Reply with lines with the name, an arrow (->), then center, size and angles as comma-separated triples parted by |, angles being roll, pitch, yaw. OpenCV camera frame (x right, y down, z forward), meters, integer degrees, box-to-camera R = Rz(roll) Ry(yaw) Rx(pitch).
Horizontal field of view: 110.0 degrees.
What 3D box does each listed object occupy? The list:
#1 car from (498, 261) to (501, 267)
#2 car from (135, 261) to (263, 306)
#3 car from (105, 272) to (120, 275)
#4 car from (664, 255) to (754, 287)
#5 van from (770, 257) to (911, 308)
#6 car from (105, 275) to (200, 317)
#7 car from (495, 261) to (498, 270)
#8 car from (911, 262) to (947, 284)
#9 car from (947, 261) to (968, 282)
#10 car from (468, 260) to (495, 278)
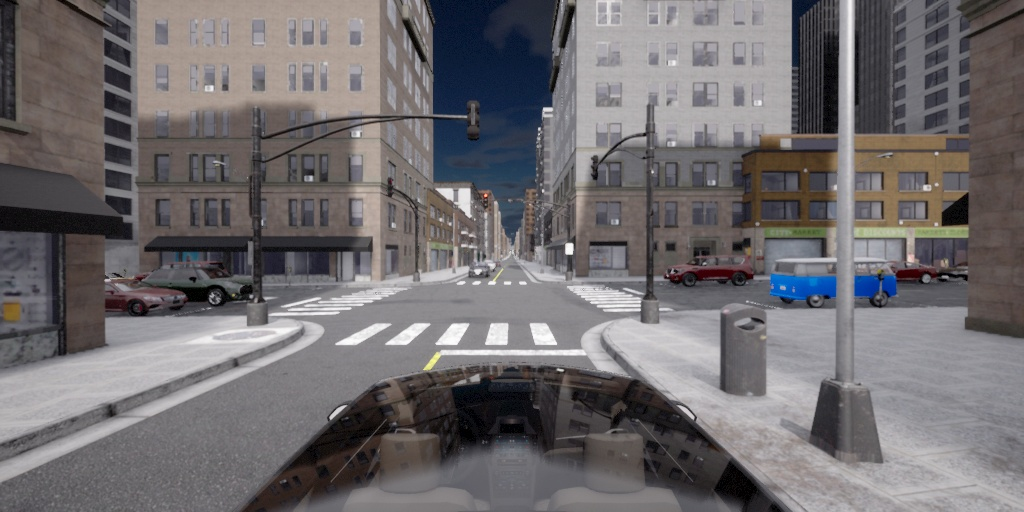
car -> -2.946, 1.356, 64.442 | 1.994, 1.385, 4.181 | 0, 0, 1
car -> -13.989, 1.268, 16.226 | 4.553, 1.767, 2.097 | -1, 0, 0
car -> -24.760, 1.535, 19.401 | 4.892, 1.490, 1.837 | -1, 0, 0
car -> 12.125, 0.870, 22.138 | 5.009, 1.841, 2.192 | 0, 0, 0
van -> 12.135, 0.956, 13.613 | 3.998, 1.789, 1.690 | 0, 0, 0
car -> -14.801, 1.527, 13.584 | 4.207, 1.307, 1.802 | 0, 0, 0
car -> -3.035, 1.289, 45.172 | 1.812, 1.442, 4.674 | 0, 0, -1
car -> 23.342, 0.963, 22.150 | 4.507, 1.381, 1.888 | 0, 0, 0
car -> 28.952, 0.914, 22.157 | 4.313, 1.339, 1.948 | 0, 0, 0
car -> -3.065, 1.245, 34.157 | 2.128, 1.511, 4.902 | 0, 0, -1
